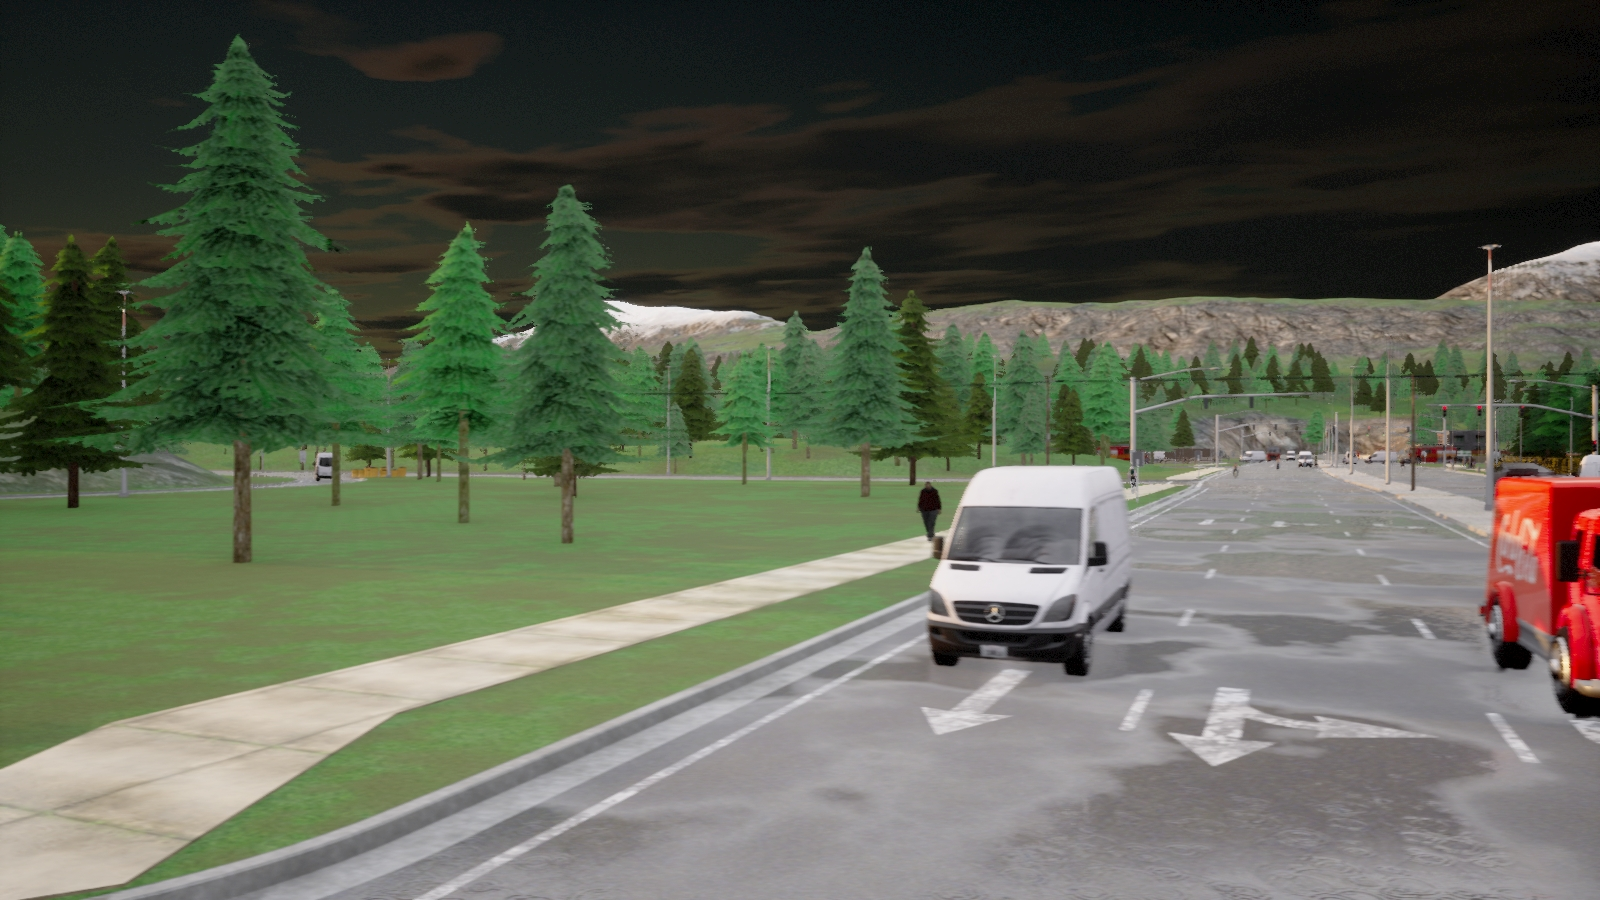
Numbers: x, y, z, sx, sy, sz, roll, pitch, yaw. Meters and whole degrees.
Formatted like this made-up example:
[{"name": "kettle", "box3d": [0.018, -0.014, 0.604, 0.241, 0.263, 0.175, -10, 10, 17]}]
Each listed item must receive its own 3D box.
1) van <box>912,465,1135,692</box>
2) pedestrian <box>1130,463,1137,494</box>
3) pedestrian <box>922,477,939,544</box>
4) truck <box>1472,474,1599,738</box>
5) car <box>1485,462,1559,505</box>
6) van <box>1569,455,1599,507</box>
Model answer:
[{"name": "van", "box3d": [3.433, 1.534, 16.388, 1.988, 2.561, 5.915, 0, 0, 23]}, {"name": "pedestrian", "box3d": [19.974, 1.695, 68.446, 0.375, 1.860, 0.375, 0, 0, 24]}, {"name": "pedestrian", "box3d": [3.675, 1.694, 32.171, 0.375, 1.860, 0.375, 0, 0, 23]}, {"name": "truck", "box3d": [9.676, 1.569, 13.170, 2.627, 2.467, 5.204, 0, 0, 22]}, {"name": "car", "box3d": [39.013, 1.757, 61.886, 2.390, 2.098, 6.274, 0, 0, 23]}, {"name": "van", "box3d": [41.593, 1.538, 59.032, 1.988, 2.561, 5.915, 0, 0, 23]}]
